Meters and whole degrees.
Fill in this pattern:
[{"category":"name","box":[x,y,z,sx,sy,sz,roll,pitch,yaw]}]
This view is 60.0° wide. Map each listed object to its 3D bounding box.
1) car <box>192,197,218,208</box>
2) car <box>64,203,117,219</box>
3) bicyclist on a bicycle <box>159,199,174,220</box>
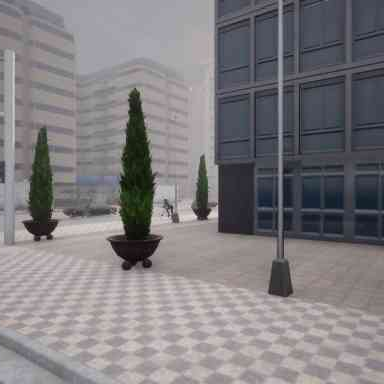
[{"category":"car","box":[2.006,1.406,45.774,2.097,1.767,4.553,0,0,35]},{"category":"car","box":[-9.026,1.656,30.135,1.895,1.301,4.718,0,0,35]},{"category":"bicyclist on a bicycle","box":[-1.935,1.356,25.837,1.656,1.620,0.582,0,0,35]}]
